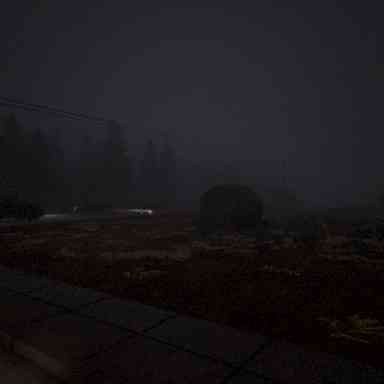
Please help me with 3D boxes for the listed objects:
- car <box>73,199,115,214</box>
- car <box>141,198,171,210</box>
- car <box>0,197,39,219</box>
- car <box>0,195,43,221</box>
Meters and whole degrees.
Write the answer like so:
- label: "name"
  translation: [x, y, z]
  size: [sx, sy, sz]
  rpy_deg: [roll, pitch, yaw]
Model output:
- label: "car"
  translation: [-10.618, 1.518, 36.292]
  size: [2.128, 1.511, 4.902]
  rpy_deg: [0, 0, 37]
- label: "car"
  translation: [-4.660, 1.552, 44.314]
  size: [1.812, 1.442, 4.674]
  rpy_deg: [0, 0, 37]
- label: "car"
  translation: [-16.065, 1.379, 28.947]
  size: [2.097, 1.767, 4.553]
  rpy_deg: [0, 0, 37]
- label: "car"
  translation: [-14.170, 1.248, 25.054]
  size: [2.150, 2.045, 5.566]
  rpy_deg: [0, 0, 35]
